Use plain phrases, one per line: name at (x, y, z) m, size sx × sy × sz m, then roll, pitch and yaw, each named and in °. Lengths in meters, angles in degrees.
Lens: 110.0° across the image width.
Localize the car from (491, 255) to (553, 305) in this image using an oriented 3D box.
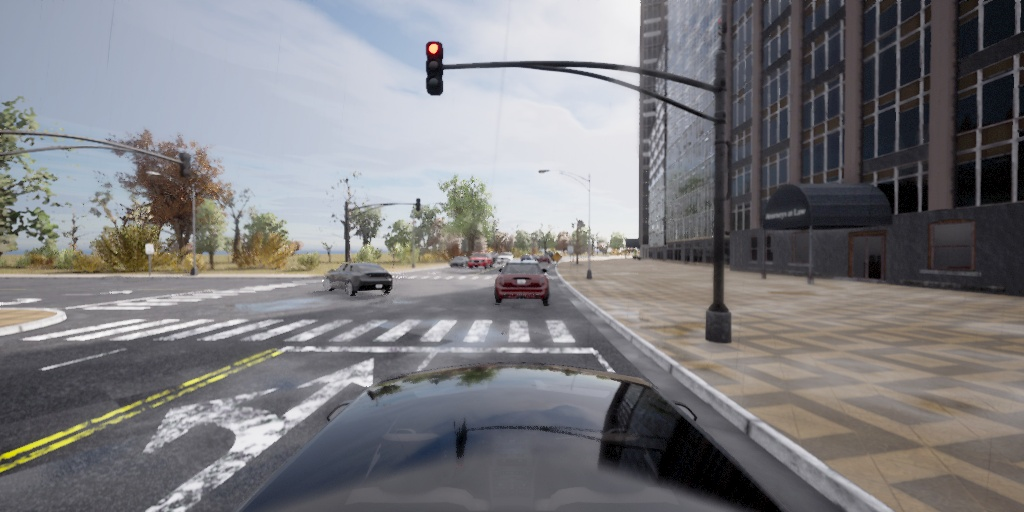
car at (0.457, 0.967, 15.456) m, size 2.097 × 1.767 × 4.553 m, roll 0°, pitch 0°, yaw 3°

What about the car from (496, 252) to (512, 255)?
car at (-1.161, 0.385, 62.689) m, size 2.150 × 2.045 × 5.566 m, roll 0°, pitch 0°, yaw 10°

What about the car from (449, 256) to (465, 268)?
car at (-6.793, 0.810, 47.187) m, size 1.837 × 1.490 × 4.892 m, roll 0°, pitch 1°, yaw 8°

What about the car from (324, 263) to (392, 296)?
car at (-7.767, 1.095, 17.974) m, size 4.892 × 1.490 × 1.837 m, roll 1°, pitch -1°, yaw 45°

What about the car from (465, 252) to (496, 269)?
car at (-3.851, 0.553, 44.671) m, size 2.150 × 2.045 × 5.566 m, roll 0°, pitch 1°, yaw 7°

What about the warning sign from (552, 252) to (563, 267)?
warning sign at (5.544, 0.458, 43.991) m, size 1.300 × 1.860 × 1.060 m, roll 0°, pitch 0°, yaw 7°
